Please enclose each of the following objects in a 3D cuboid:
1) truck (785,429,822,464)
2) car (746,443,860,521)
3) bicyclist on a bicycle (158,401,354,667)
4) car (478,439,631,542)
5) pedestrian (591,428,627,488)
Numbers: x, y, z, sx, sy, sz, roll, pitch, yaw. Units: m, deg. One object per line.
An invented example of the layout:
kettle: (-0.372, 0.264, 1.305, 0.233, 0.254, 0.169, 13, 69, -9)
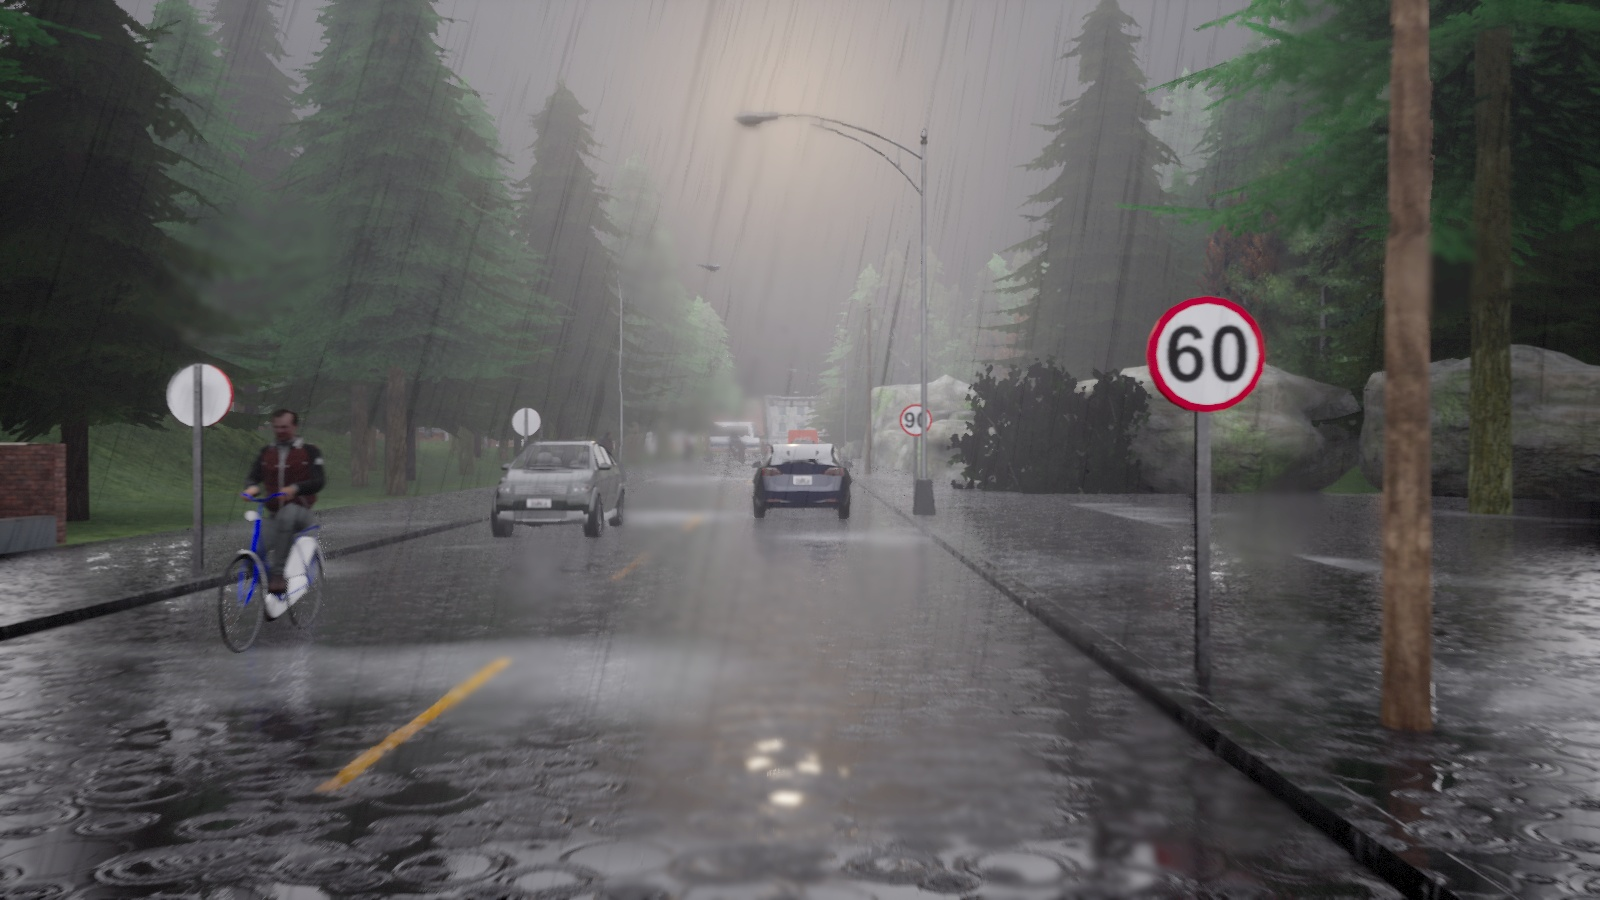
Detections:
truck: (0.254, -0.260, 92.387, 2.627, 2.467, 5.204, 0, 0, 0)
car: (0.060, 0.598, 26.426, 2.163, 1.488, 4.792, 0, 0, 0)
bicyclist on a bicycle: (-3.970, 0.561, 9.331, 0.659, 1.776, 1.843, 0, 0, 0)
car: (-3.950, 0.604, 20.766, 1.789, 1.549, 3.705, 0, 0, 0)
pedestrian: (-5.910, 0.250, 38.890, 0.899, 1.844, 0.634, 0, 0, 22)
